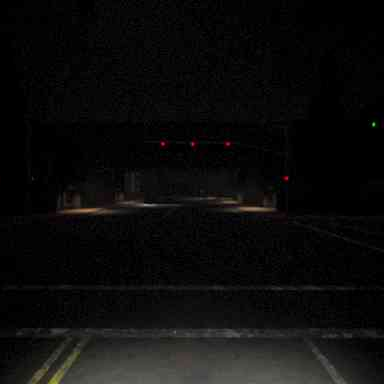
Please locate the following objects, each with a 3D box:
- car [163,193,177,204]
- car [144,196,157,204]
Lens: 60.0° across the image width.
[{"bbox_3d":[-4.029,1.133,60.935,2.150,2.045,5.566,0,0,1],"label":"car"},{"bbox_3d":[-7.527,1.407,61.131,2.128,1.511,4.902,0,0,1],"label":"car"}]
